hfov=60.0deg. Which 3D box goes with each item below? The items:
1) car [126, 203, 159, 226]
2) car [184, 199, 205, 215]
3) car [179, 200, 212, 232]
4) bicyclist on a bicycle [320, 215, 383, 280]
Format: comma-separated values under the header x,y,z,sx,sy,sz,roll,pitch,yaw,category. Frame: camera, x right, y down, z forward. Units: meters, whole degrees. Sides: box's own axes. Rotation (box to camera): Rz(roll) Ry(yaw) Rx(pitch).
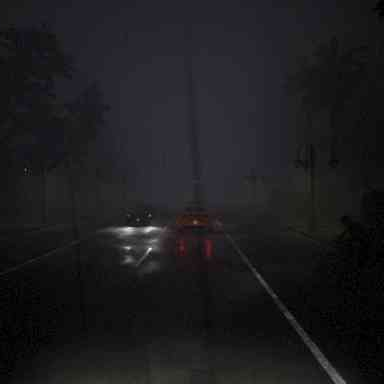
x,y,z,sx,sy,sz,roll,pitch,yaw,category
-3.403,1.514,23.623,1.812,1.442,4.674,0,0,1,car
0.290,1.531,34.748,2.033,1.411,5.357,0,0,0,car
0.206,1.468,20.219,1.882,1.535,5.008,0,0,0,car
4.081,1.427,8.479,1.656,1.620,0.582,0,0,0,bicyclist on a bicycle
